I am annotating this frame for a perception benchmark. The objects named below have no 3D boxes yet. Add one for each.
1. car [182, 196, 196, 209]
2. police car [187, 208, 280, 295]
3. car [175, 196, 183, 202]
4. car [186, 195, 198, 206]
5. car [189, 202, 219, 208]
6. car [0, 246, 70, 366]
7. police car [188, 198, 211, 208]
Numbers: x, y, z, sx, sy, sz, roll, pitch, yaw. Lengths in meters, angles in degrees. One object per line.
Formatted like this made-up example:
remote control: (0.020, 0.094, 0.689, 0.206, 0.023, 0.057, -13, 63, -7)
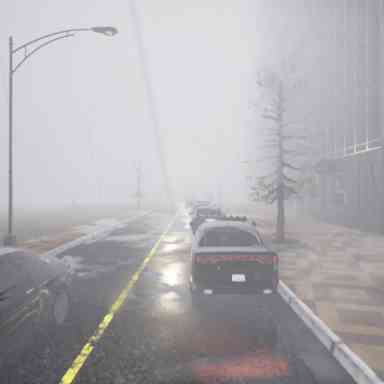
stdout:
car: (-0.018, 1.657, 46.446, 1.812, 1.442, 4.674, 0, 0, 0)
police car: (0.892, 1.451, 8.955, 1.930, 1.638, 5.238, 0, 0, 0)
car: (-3.072, 1.720, 81.412, 2.128, 1.511, 4.902, 0, 0, 0)
car: (-0.052, 1.521, 59.872, 2.097, 1.767, 4.553, 0, 0, 0)
car: (0.883, 1.559, 18.845, 1.837, 1.490, 4.892, 0, 0, 0)
car: (-3.103, 1.539, 4.324, 1.812, 1.442, 4.674, 0, 0, 0)
police car: (0.878, 1.497, 24.956, 1.930, 1.638, 5.238, 0, 0, 0)
